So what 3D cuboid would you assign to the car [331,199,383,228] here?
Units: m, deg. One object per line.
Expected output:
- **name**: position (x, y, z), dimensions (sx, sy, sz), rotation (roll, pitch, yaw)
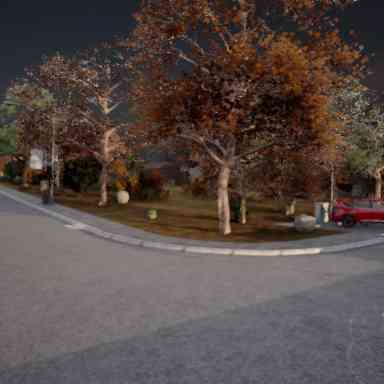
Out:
- **car**: position (12.937, 1.535, 23.707), dimensions (5.566, 2.045, 2.435), rotation (-1, -1, 31)
